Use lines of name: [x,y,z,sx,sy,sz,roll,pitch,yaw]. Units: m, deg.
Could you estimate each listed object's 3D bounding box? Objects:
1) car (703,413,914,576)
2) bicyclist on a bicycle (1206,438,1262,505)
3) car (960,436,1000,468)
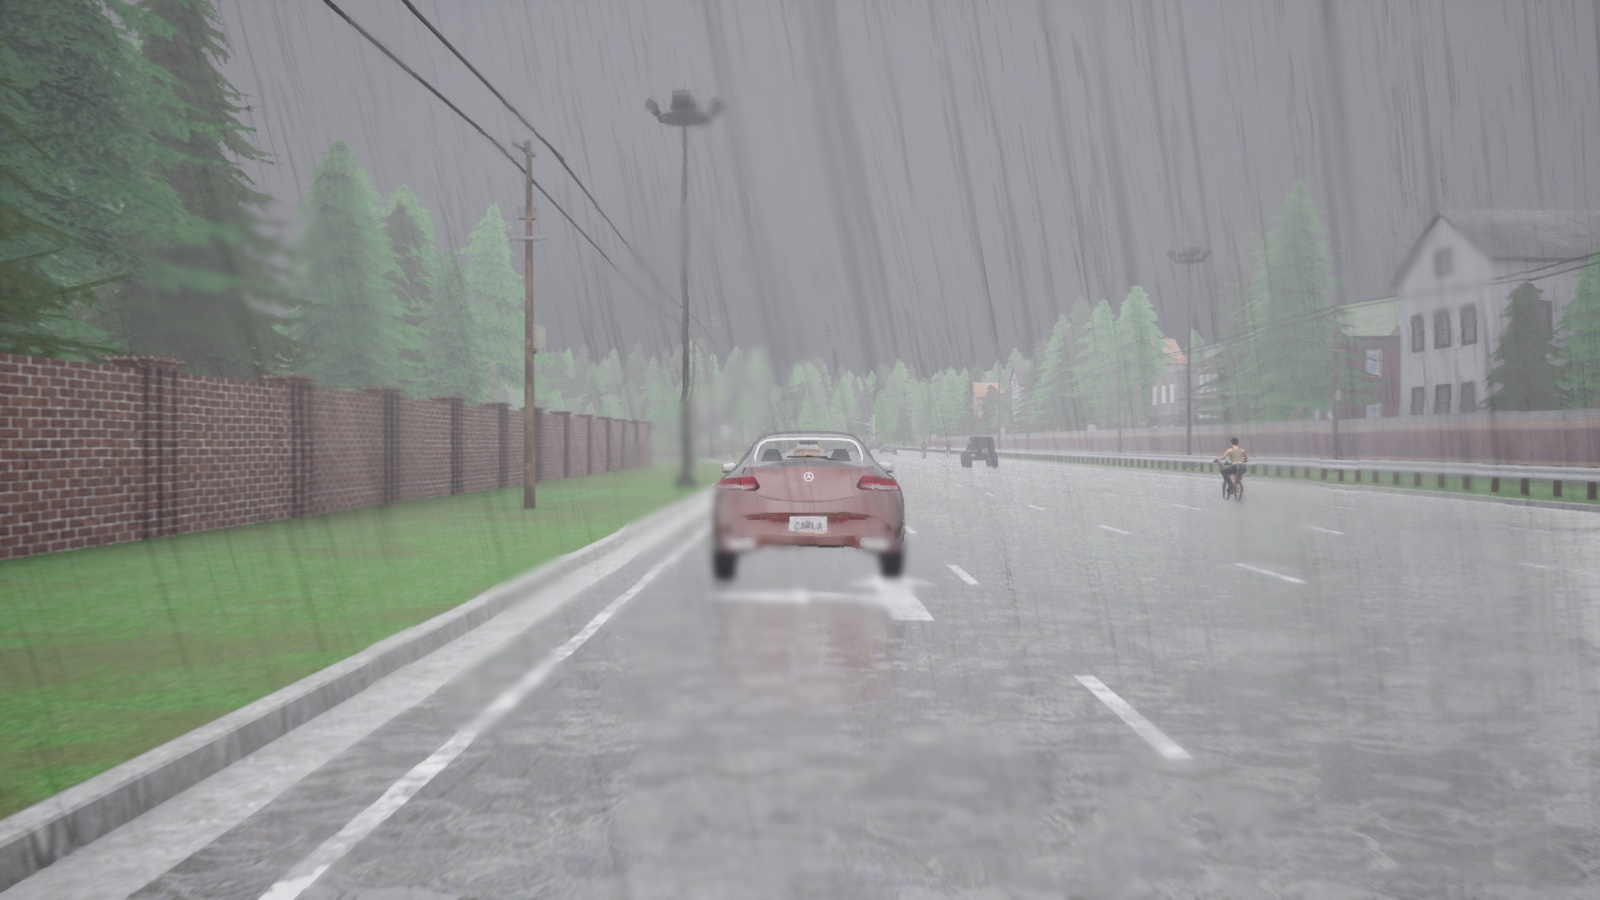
car: [0.103,0.439,15.314,2.152,1.651,5.027,0,0,0]
bicyclist on a bicycle: [10.687,0.517,30.971,0.866,1.612,1.509,0,0,1]
car: [10.954,0.118,76.788,1.905,1.878,3.866,0,0,0]
